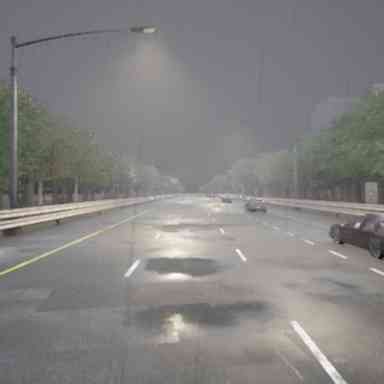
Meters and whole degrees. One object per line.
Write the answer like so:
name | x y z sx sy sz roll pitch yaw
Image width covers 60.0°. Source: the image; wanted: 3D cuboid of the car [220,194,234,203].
car | 7.041 1.573 68.742 1.812 1.442 4.674 0 0 0

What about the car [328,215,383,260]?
car | 7.005 1.551 12.413 2.033 1.411 5.357 0 0 0

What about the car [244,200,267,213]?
car | 7.010 1.579 37.117 1.994 1.385 4.181 0 0 0
